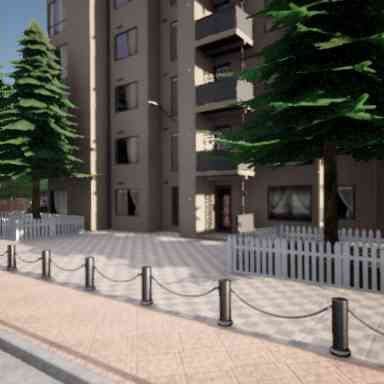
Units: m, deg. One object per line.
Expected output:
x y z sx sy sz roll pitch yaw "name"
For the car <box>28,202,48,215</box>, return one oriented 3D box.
-15.966 1.837 37.750 2.128 1.511 4.902 -1 -1 37 "car"
